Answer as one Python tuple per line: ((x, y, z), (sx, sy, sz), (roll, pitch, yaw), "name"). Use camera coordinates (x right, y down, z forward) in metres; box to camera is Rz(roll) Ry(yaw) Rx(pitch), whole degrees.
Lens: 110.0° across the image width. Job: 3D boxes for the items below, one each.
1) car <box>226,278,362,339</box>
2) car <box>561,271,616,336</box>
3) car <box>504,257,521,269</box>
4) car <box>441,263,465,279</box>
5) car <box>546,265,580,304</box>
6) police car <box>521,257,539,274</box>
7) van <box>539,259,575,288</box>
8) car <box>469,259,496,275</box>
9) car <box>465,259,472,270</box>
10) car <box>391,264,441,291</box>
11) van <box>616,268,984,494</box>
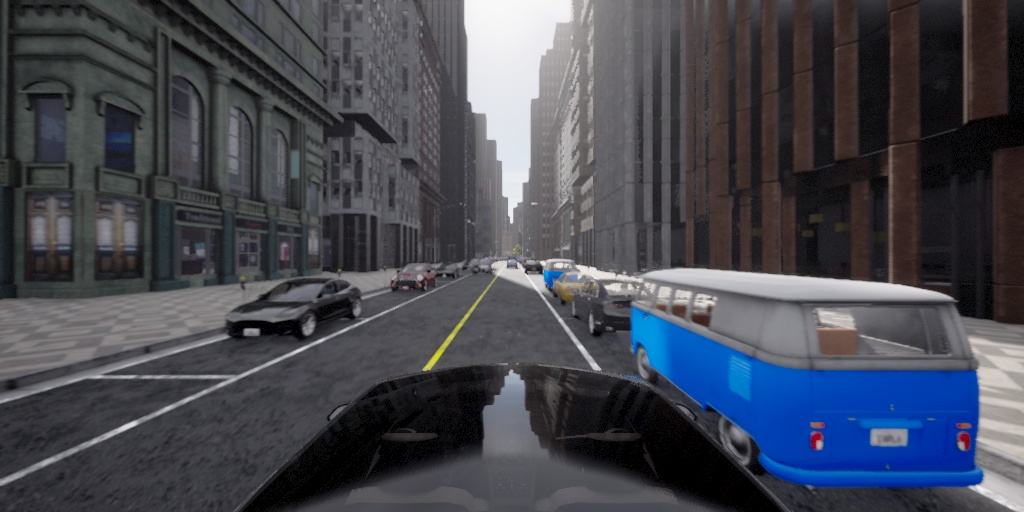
((-5.759, 1.313, 10.113), (1.948, 1.339, 4.313), (0, 0, 0), "car")
((2.766, 1.298, 10.117), (2.007, 1.370, 4.403), (0, 0, 0), "car")
((0.018, 1.299, 57.989), (2.033, 1.411, 5.357), (0, 0, 0), "car")
((-5.753, 1.314, 32.657), (1.948, 1.339, 4.313), (0, 0, 0), "car")
((2.767, 1.272, 15.923), (1.751, 1.417, 4.829), (0, 0, 0), "car")
((2.378, 1.174, 41.117), (1.930, 1.638, 5.238), (0, 0, 0), "police car")
((2.769, 1.087, 21.390), (1.690, 1.789, 3.998), (0, 0, 0), "van")
((-3.076, 1.313, 38.290), (1.994, 1.385, 4.181), (0, 0, 0), "car")
((-5.747, 1.316, 49.566), (1.948, 1.339, 4.313), (0, 0, 0), "car")
((-5.756, 1.187, 21.385), (1.967, 1.591, 4.097), (0, 0, 0), "car")
((2.764, 1.090, 4.480), (1.690, 1.789, 3.998), (0, 0, 0), "van")
